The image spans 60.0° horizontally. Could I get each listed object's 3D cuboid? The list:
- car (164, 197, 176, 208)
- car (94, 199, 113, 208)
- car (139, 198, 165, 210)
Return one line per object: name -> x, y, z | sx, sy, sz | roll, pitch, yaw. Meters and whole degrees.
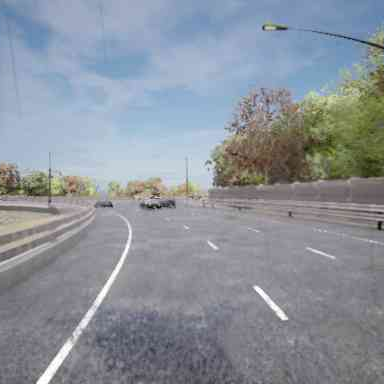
car -> -3.760, 1.542, 49.489 | 1.837, 1.490, 4.892 | -1, 0, -17
car -> -13.974, 1.720, 52.419 | 1.994, 1.385, 4.181 | -1, 0, -30
car -> -5.556, 1.660, 43.624 | 1.895, 1.301, 4.718 | -1, 0, -24
